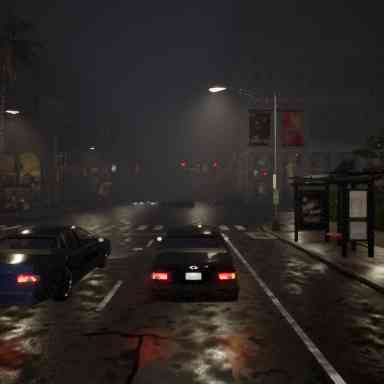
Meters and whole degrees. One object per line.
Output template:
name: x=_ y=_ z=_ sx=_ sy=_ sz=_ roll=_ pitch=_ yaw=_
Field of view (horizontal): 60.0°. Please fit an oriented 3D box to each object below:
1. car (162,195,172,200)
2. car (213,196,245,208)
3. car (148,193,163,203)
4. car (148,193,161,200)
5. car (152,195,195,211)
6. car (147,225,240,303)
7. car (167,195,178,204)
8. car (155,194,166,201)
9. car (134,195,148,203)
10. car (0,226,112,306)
car: x=-6.822 y=1.500 z=91.012 sx=1.837 sy=1.490 sz=4.892 roll=0 pitch=0 yaw=9
car: x=5.382 y=1.351 z=48.399 sx=4.553 sy=1.767 sz=2.097 roll=0 pitch=0 yaw=10
car: x=-7.524 y=1.553 z=70.521 sx=1.994 sy=1.385 sz=4.181 roll=0 pitch=0 yaw=0
car: x=-10.343 y=1.225 z=91.194 sx=2.150 sy=2.045 sz=5.566 roll=0 pitch=0 yaw=9
car: x=-1.994 y=1.491 z=41.095 sx=4.902 sy=1.511 sz=2.128 roll=0 pitch=0 yaw=-29
car: x=0.023 y=1.547 z=8.435 sx=2.033 sy=1.411 sz=5.357 roll=0 pitch=0 yaw=0
car: x=-3.890 y=1.477 z=66.180 sx=1.882 sy=1.535 sz=5.008 roll=0 pitch=0 yaw=0
car: x=-7.600 y=1.355 z=80.704 sx=2.097 sy=1.767 sz=4.553 roll=0 pitch=0 yaw=0
car: x=-11.024 y=1.553 z=70.475 sx=1.994 sy=1.385 sz=4.181 roll=0 pitch=0 yaw=0
car: x=-3.477 y=1.547 z=8.249 sx=2.033 sy=1.411 sz=5.357 roll=0 pitch=0 yaw=0
